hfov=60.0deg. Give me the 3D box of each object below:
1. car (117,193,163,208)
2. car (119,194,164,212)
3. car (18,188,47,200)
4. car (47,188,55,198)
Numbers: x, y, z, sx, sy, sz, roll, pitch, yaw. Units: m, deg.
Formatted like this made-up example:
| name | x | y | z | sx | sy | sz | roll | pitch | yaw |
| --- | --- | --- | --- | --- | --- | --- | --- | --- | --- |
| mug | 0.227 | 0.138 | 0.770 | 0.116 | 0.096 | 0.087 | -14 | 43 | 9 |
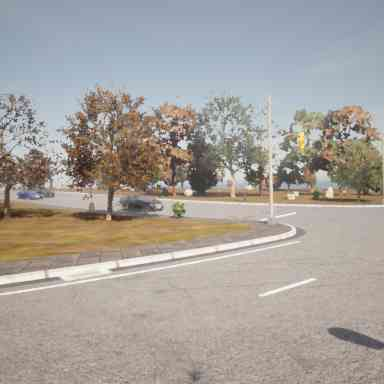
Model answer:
| name | x | y | z | sx | sy | sz | roll | pitch | yaw |
| --- | --- | --- | --- | --- | --- | --- | --- | --- | --- |
| car | -5.934 | 0.938 | 37.591 | 5.357 | 1.411 | 2.033 | 2 | 3 | 39 |
| car | -4.827 | 1.109 | 32.212 | 4.674 | 1.442 | 1.812 | 1 | 3 | 39 |
| car | -22.763 | 0.341 | 46.681 | 4.674 | 1.442 | 1.812 | 3 | 4 | 39 |
| car | -23.080 | 0.085 | 51.454 | 4.892 | 1.490 | 1.837 | 3 | 3 | 39 |
